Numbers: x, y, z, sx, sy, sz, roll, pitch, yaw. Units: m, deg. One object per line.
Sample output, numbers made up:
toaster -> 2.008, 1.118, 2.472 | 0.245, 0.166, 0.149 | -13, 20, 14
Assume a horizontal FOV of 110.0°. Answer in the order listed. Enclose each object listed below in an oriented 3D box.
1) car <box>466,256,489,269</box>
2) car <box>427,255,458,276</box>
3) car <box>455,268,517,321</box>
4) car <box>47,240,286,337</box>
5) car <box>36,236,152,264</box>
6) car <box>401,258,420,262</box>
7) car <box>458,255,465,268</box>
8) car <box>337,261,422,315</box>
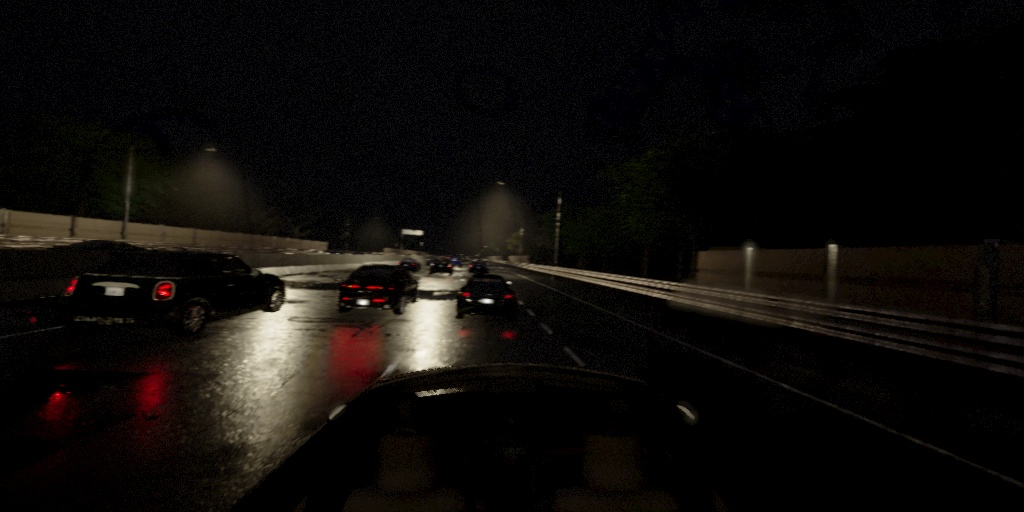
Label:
car -> -3.594, 1.166, 38.138 | 2.097, 1.767, 4.553 | 4, -1, -6
car -> -6.799, 0.934, 35.256 | 2.097, 1.767, 4.553 | 4, -1, -6
car -> -0.953, 1.338, 12.837 | 1.994, 1.385, 4.181 | 4, 0, -6
car -> -7.534, 0.670, 8.717 | 2.097, 1.767, 4.553 | 4, 0, -6
car -> -26.658, -0.320, 23.222 | 1.882, 1.535, 5.008 | 4, -1, -5
car -> -10.474, 0.923, 36.641 | 1.994, 1.385, 4.181 | 4, -1, -6
car -> -9.337, 0.861, 59.013 | 2.150, 2.045, 5.566 | 4, -1, -6
car -> -4.425, 1.054, 12.494 | 1.837, 1.490, 4.892 | 4, 0, -6
